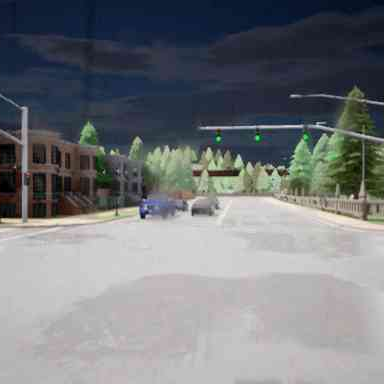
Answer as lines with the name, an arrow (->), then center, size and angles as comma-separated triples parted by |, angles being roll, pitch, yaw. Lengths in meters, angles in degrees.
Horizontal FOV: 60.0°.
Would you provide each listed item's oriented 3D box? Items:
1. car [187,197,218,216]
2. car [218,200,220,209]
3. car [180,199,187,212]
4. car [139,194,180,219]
car -> 1.100, 1.438, 31.778 | 1.882, 1.535, 5.008 | 0, 0, 8
car -> 2.482, 1.453, 41.855 | 1.837, 1.490, 4.892 | 0, 0, 8
car -> -1.585, 1.517, 38.124 | 1.994, 1.385, 4.181 | 0, 0, 8
car -> -2.851, 1.186, 28.811 | 2.150, 2.045, 5.566 | 0, 0, 8
